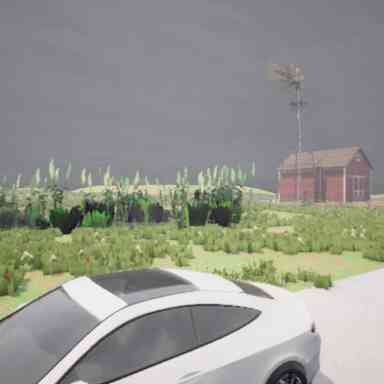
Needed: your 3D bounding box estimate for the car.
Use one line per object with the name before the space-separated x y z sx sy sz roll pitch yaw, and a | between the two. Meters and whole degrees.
car | -0.728 1.528 2.974 4.674 1.442 1.812 0 0 -35
